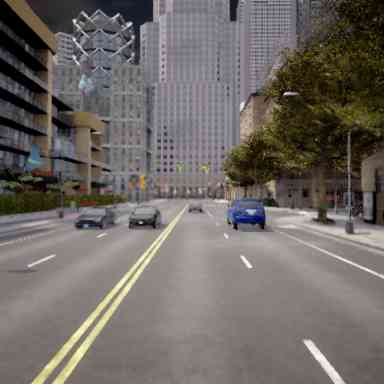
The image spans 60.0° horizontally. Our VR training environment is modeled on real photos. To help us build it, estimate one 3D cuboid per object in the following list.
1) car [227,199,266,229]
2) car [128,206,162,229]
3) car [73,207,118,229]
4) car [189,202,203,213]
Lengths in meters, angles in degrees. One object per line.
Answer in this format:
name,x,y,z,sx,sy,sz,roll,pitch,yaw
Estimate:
car,3.810,1.490,23.916,2.150,2.045,5.566,0,-1,1
car,-3.290,1.757,24.074,1.882,1.535,5.008,0,-1,1
car,-6.790,1.834,24.106,2.033,1.411,5.357,0,-1,1
car,0.503,2.037,45.388,2.033,1.411,5.357,0,-1,1
